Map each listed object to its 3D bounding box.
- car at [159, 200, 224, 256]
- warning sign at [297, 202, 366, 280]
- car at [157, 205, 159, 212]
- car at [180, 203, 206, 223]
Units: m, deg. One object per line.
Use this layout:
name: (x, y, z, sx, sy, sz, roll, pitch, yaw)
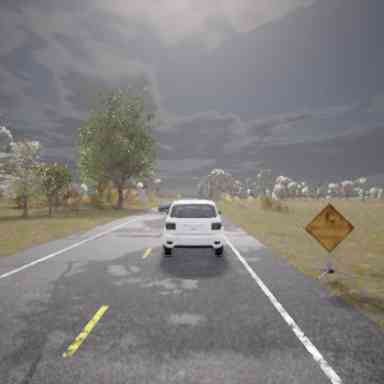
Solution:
car: (0.075, 1.357, 13.844, 2.150, 2.045, 5.566, 0, -1, 1)
warning sign: (3.541, 1.201, 8.595, 1.300, 1.860, 1.060, -1, -1, 0)
car: (-3.590, 2.003, 45.582, 2.033, 1.411, 5.357, 0, -1, 0)
car: (0.084, 1.789, 29.902, 2.128, 1.511, 4.902, 0, -1, 0)
